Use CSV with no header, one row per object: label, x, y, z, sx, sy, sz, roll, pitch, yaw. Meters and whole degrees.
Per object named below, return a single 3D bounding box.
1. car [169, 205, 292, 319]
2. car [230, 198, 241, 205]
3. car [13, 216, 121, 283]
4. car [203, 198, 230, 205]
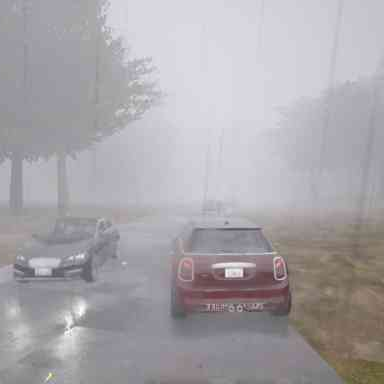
car,0.565,1.352,7.599,2.097,1.767,4.553,0,0,-3
car,5.381,1.532,45.731,1.895,1.301,4.718,0,1,22
car,-3.344,1.491,9.780,2.128,1.511,4.902,0,0,-1
car,2.394,1.542,35.852,2.033,1.411,5.357,0,0,14
